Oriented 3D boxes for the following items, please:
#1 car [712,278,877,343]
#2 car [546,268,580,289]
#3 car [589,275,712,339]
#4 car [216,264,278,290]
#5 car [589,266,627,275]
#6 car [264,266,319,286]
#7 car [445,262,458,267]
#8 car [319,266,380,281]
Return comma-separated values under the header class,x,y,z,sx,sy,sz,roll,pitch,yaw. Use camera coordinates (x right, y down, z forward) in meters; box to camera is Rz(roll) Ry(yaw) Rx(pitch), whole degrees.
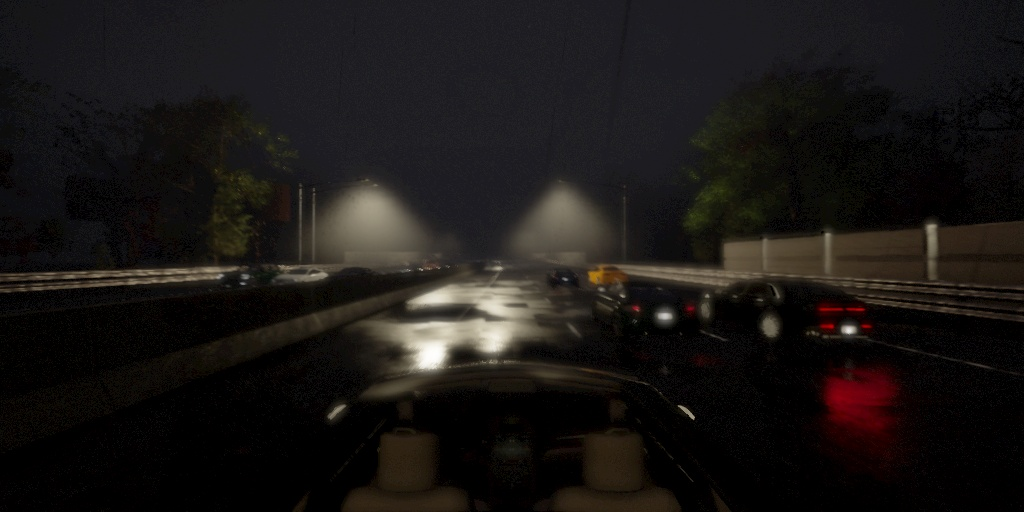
class,x,y,z,sx,sy,sz,roll,pitch,yaw
car,7.095,1.342,9.967,1.837,1.490,4.892,0,-1,0
car,3.592,1.569,25.853,1.994,1.385,4.181,0,-1,0
car,3.595,1.406,10.423,1.994,1.385,4.181,0,-1,0
car,-17.605,1.344,24.506,2.097,1.767,4.553,0,-1,0
car,7.092,1.493,26.859,1.882,1.535,5.008,0,-1,0
car,-14.104,1.515,24.258,1.812,1.442,4.674,0,-1,0
car,-10.872,1.812,64.499,2.128,1.511,4.902,0,0,-1
car,-10.604,1.467,24.268,1.882,1.535,5.008,0,-1,0
